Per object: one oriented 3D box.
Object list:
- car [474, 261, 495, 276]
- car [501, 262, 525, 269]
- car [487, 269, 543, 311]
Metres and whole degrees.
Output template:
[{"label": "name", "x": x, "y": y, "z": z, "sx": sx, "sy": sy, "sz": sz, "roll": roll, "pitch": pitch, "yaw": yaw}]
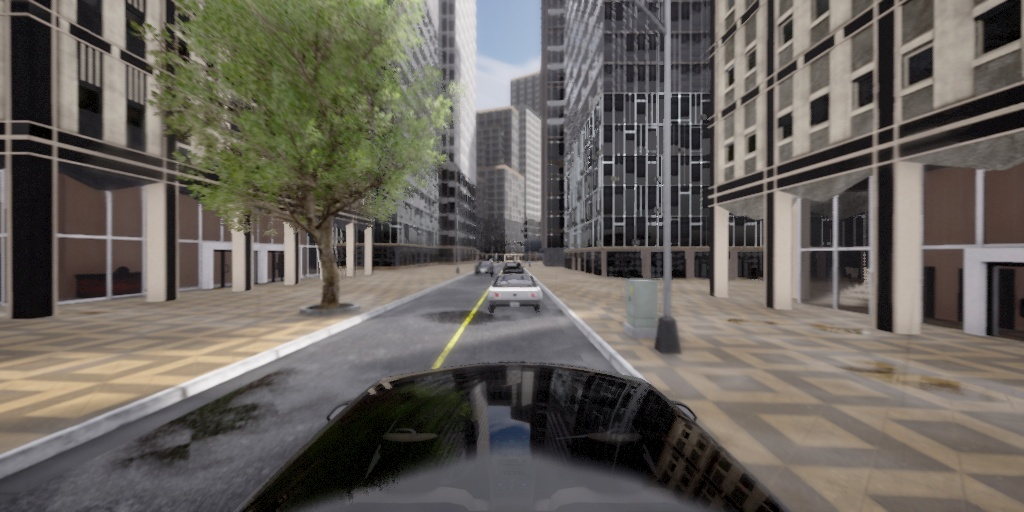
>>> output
[{"label": "car", "x": -2.781, "y": 1.272, "z": 37.265, "sx": 2.128, "sy": 1.511, "sz": 4.902, "roll": 0, "pitch": 0, "yaw": 1}, {"label": "car", "x": 0.106, "y": 1.277, "z": 32.047, "sx": 1.837, "sy": 1.490, "sz": 4.892, "roll": 0, "pitch": 0, "yaw": 0}, {"label": "car", "x": 0.103, "y": 1.353, "z": 14.303, "sx": 1.895, "sy": 1.301, "sz": 4.718, "roll": 0, "pitch": 0, "yaw": 0}]
